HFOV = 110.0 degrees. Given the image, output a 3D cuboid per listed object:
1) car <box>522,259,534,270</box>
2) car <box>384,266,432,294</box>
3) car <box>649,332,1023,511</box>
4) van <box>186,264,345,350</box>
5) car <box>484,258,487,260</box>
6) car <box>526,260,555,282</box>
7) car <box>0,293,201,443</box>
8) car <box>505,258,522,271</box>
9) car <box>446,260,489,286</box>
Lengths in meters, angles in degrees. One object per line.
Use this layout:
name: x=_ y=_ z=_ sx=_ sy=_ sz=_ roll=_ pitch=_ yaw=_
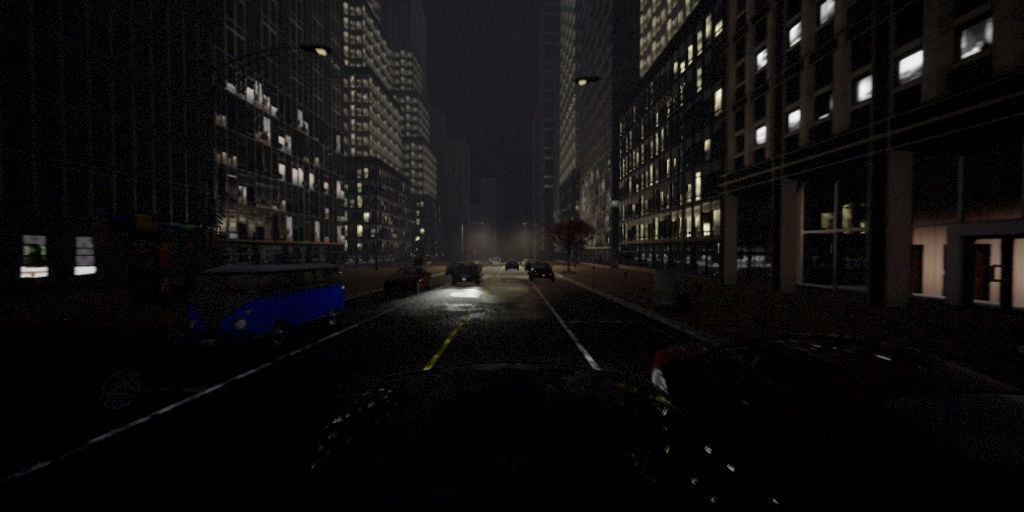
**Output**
car: x=2.699 y=1.177 z=48.178 sx=1.967 sy=1.591 sz=4.097 roll=0 pitch=0 yaw=0
car: x=-5.686 y=1.285 z=20.054 sx=1.888 sy=1.381 sz=4.507 roll=0 pitch=0 yaw=0
car: x=2.692 y=1.331 z=3.179 sx=1.802 sy=1.307 sz=4.207 roll=0 pitch=0 yaw=0
van: x=-5.688 y=1.086 z=8.803 sx=1.690 sy=1.789 sz=3.998 roll=0 pitch=0 yaw=0
car: x=-5.681 y=1.291 z=59.428 sx=2.007 sy=1.370 sz=4.403 roll=0 pitch=0 yaw=0
car: x=2.358 y=1.263 z=29.053 sx=1.812 sy=1.442 sz=4.674 roll=0 pitch=0 yaw=0
car: x=-5.689 y=1.294 z=3.179 sx=1.888 sy=1.381 sz=4.507 roll=0 pitch=0 yaw=0
car: x=0.030 y=1.339 z=49.220 sx=1.895 sy=1.301 sz=4.718 roll=0 pitch=0 yaw=1
car: x=-3.092 y=1.230 z=25.547 sx=2.128 sy=1.511 sz=4.902 roll=0 pitch=0 yaw=0
